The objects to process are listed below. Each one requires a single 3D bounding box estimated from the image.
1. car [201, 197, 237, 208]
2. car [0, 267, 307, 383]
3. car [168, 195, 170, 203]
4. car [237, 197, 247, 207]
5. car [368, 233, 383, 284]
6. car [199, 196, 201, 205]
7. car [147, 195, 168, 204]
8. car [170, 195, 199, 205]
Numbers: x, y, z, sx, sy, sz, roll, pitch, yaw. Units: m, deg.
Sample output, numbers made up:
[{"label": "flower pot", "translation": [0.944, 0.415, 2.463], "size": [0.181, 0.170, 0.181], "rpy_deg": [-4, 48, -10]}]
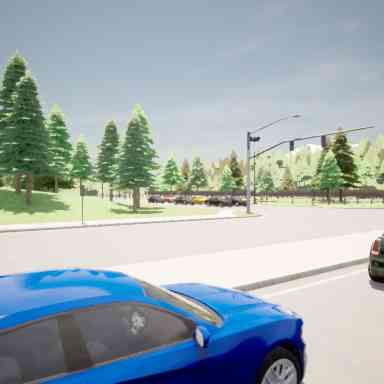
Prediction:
[{"label": "car", "translation": [4.003, 1.490, 49.911], "size": [1.882, 1.535, 5.008], "rpy_deg": [0, 0, -35]}, {"label": "car", "translation": [-1.004, 1.478, 3.032], "size": [5.008, 1.535, 1.882], "rpy_deg": [0, 0, -35]}, {"label": "car", "translation": [-4.590, 1.366, 68.464], "size": [2.097, 1.767, 4.553], "rpy_deg": [0, 0, -35]}, {"label": "car", "translation": [6.622, 1.491, 52.275], "size": [1.882, 1.535, 5.008], "rpy_deg": [0, 0, -35]}, {"label": "car", "translation": [6.492, 1.356, 8.403], "size": [4.553, 1.767, 2.097], "rpy_deg": [0, 0, -35]}, {"label": "car", "translation": [1.150, 1.491, 60.131], "size": [1.882, 1.535, 5.008], "rpy_deg": [0, 0, -35]}, {"label": "car", "translation": [-7.198, 1.517, 66.041], "size": [1.837, 1.490, 4.892], "rpy_deg": [0, 0, -35]}, {"label": "car", "translation": [-1.373, 1.517, 57.618], "size": [1.837, 1.490, 4.892], "rpy_deg": [0, 0, -35]}]
